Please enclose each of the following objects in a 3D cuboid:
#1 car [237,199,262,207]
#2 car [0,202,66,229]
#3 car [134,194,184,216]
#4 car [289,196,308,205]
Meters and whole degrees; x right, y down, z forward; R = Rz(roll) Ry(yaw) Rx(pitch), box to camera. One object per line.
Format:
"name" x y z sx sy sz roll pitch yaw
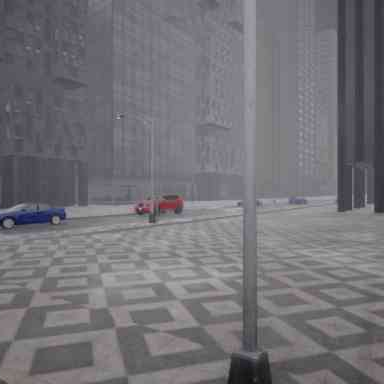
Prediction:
"car" 8.228 1.539 47.564 1.895 1.301 4.718 0 0 37
"car" -10.745 1.458 21.743 1.882 1.535 5.008 0 0 36
"car" -3.066 1.187 32.248 2.150 2.045 5.566 0 0 36
"car" 17.618 1.401 55.102 1.882 1.535 5.008 0 0 36
